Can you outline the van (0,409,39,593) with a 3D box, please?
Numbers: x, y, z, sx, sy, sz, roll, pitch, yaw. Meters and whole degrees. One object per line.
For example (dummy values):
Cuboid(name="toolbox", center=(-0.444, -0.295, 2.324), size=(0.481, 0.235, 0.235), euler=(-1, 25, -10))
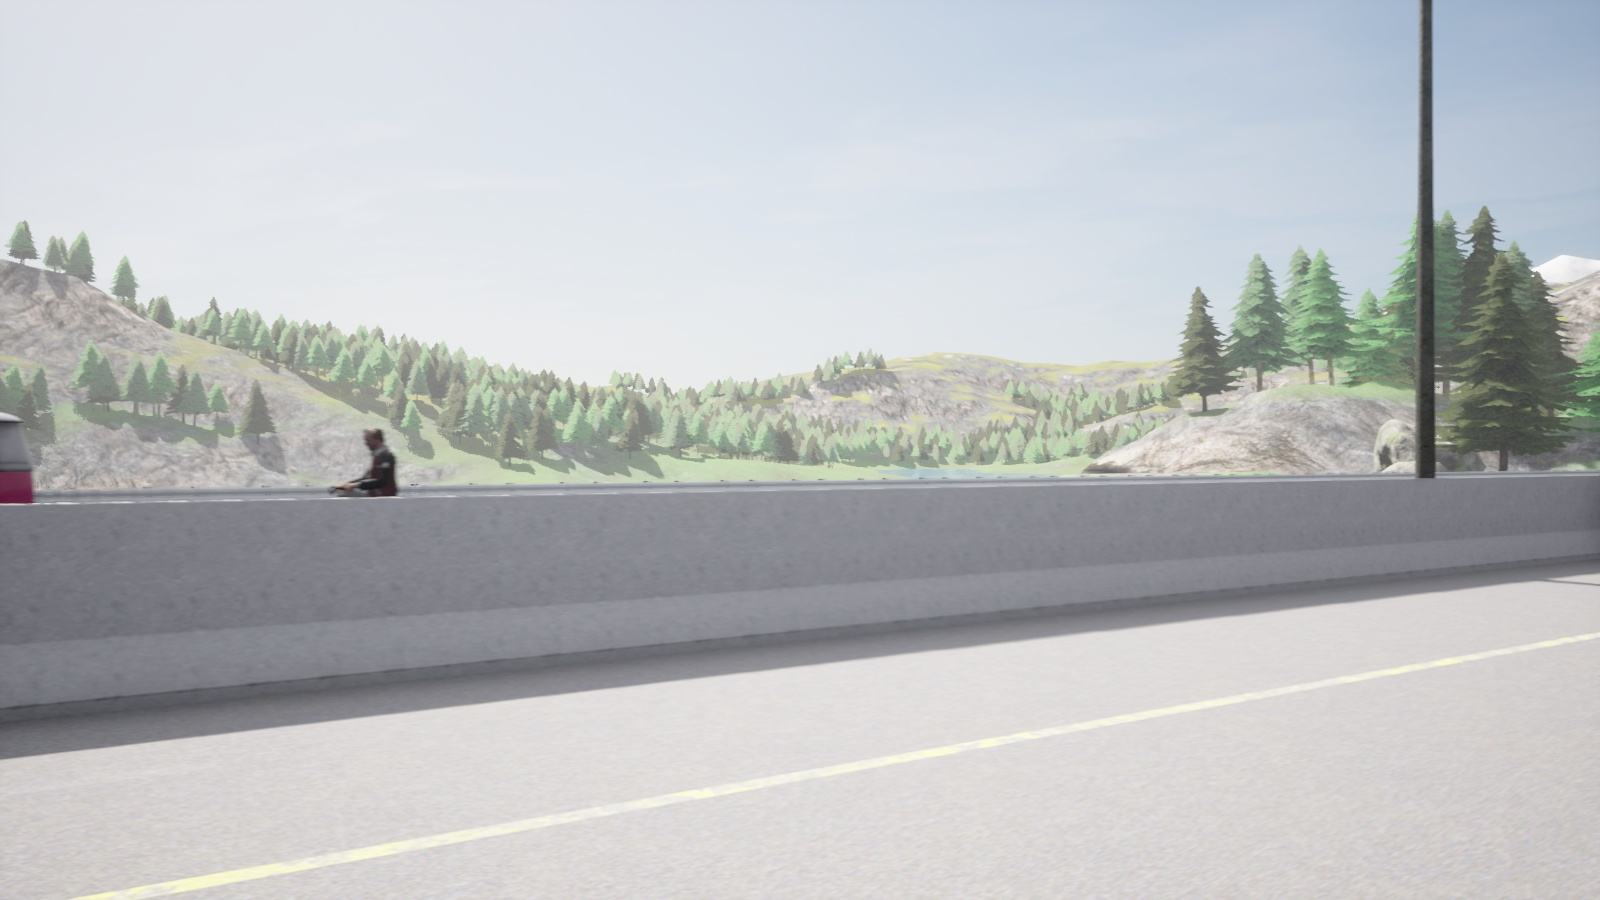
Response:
Cuboid(name="van", center=(-10.696, 0.553, 13.271), size=(4.442, 1.987, 1.775), euler=(0, 0, -35))
